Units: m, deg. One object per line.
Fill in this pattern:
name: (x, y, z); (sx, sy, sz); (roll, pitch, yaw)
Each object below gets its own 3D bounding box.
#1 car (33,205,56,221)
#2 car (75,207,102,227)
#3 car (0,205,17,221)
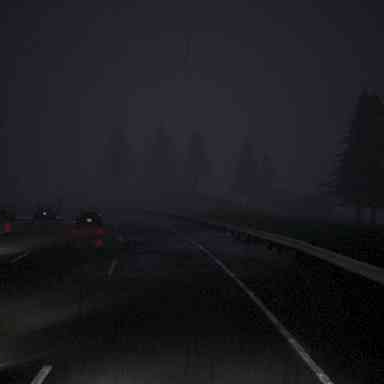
car: (-14.021, 1.967, 31.726); (1.994, 1.385, 4.181); (0, -1, -23)
car: (-7.956, 1.848, 25.655); (1.812, 1.442, 4.674); (0, -1, -17)
car: (-17.471, 1.922, 30.914); (1.812, 1.442, 4.674); (0, -1, -24)
